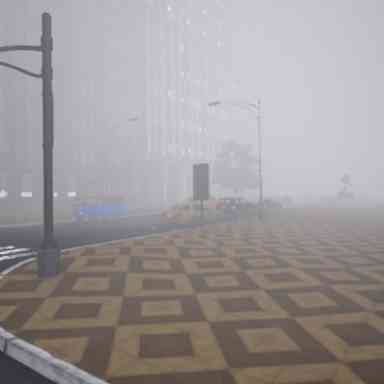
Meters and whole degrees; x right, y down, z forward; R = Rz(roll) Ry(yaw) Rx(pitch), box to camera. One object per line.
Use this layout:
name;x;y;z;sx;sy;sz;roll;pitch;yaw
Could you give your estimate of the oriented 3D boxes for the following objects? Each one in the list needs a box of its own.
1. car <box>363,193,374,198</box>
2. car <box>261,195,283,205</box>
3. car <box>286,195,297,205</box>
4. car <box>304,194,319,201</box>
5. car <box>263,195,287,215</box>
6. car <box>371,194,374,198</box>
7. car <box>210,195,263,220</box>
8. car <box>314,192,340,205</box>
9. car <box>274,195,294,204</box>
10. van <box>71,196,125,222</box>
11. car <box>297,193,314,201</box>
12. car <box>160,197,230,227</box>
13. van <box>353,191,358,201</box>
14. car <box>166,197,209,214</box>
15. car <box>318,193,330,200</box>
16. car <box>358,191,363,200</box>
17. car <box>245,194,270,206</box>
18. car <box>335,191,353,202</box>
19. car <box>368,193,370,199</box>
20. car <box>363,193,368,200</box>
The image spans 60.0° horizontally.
car;44.471;0.879;83.652;2.008;1.369;4.403;-1;0;35
car;12.386;1.197;51.430;1.887;1.381;4.507;-1;0;35
car;13.030;1.183;47.605;1.994;1.385;4.181;-1;0;35
car;25.069;1.102;69.865;1.887;1.381;4.507;-1;0;35
car;6.368;1.199;28.525;1.802;1.307;4.206;-1;0;35
car;41.401;0.874;79.192;1.752;1.417;4.829;-1;0;35
car;3.201;1.086;23.924;1.967;1.590;4.097;-1;0;35
car;19.134;1.037;47.061;1.752;1.417;4.829;-1;0;35
car;15.557;1.179;56.039;2.008;1.369;4.403;-1;0;35
van;-6.641;1.156;23.779;1.690;1.788;3.998;-1;0;35
car;21.897;1.021;65.256;1.967;1.590;4.097;-1;0;35
car;0.132;1.199;19.463;1.752;1.417;4.829;-1;0;35
van;28.565;0.781;60.701;1.690;1.788;3.998;-1;0;35
car;-0.393;1.284;32.856;1.752;1.417;4.829;-1;0;35
car;31.411;1.058;79.081;1.887;1.381;4.507;-1;0;35
car;31.748;0.856;65.290;1.967;1.590;4.097;-1;0;35
car;9.214;1.118;46.822;1.967;1.590;4.097;-1;0;35
car;25.374;0.903;56.119;1.967;1.590;4.097;-1;0;35
car;38.140;0.936;74.450;1.947;1.339;4.313;-1;0;35
car;34.934;0.708;69.876;2.192;1.841;5.009;-1;0;35
